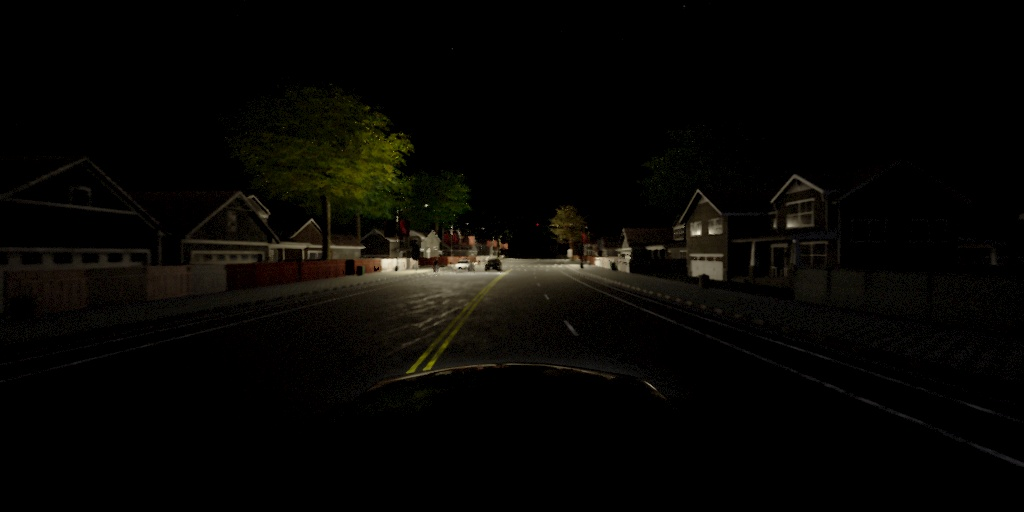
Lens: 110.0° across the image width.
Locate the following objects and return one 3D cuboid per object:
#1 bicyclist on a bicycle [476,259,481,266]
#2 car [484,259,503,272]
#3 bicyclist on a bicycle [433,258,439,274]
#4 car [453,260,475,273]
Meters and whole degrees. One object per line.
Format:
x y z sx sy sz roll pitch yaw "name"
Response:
-5.861 1.012 63.573 0.866 1.612 1.509 0 0 7 "bicyclist on a bicycle"
-2.201 1.167 43.404 1.837 1.490 4.892 0 0 4 "car"
-7.993 1.048 37.440 0.659 1.776 1.843 0 0 3 "bicyclist on a bicycle"
-5.555 1.189 41.964 1.812 1.442 4.674 0 0 4 "car"
